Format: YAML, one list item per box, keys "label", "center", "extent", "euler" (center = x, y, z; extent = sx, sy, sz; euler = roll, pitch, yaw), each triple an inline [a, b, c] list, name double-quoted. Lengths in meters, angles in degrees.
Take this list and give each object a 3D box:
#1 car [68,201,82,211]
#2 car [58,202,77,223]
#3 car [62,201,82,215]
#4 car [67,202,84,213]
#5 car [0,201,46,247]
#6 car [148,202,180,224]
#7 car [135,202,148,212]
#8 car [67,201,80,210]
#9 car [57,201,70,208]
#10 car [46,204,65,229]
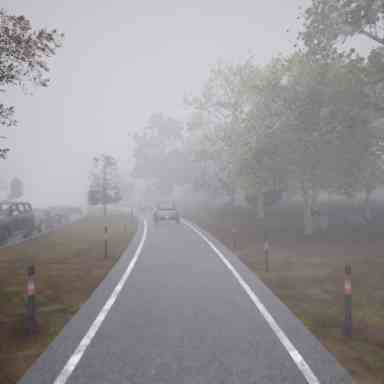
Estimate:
- label: "car"
  center: [-19.227, 2.319, 54.586]
  extent: [2.097, 1.535, 5.008]
  euler: [0, -1, -21]
- label: "car"
  center: [-11.370, 1.886, 27.665]
  extent: [2.231, 1.521, 4.892]
  euler: [2, -2, -10]
- label: "car"
  center: [-15.276, 2.109, 43.221]
  extent: [2.097, 1.535, 5.008]
  euler: [0, -1, -17]
- label: "car"
  center: [-17.225, 2.212, 49.240]
  extent: [2.231, 1.521, 4.892]
  euler: [0, -1, -18]
- label: "car"
  center: [-9.648, 1.485, 16.587]
  extent: [2.435, 2.045, 5.566]
  euler: [2, -1, -7]
- label: "car"
  center: [-2.083, 1.591, 25.654]
  extent: [2.128, 1.511, 4.902]
  euler: [0, 0, -9]
- label: "car"
  center: [-6.101, 1.885, 42.572]
  extent: [1.895, 1.301, 4.718]
  euler: [-1, 0, -18]
- label: "car"
  center: [-21.598, 2.455, 60.350]
  extent: [2.002, 1.452, 4.674]
  euler: [0, -1, -23]
- label: "car"
  center: [-29.143, 2.721, 75.208]
  extent: [2.002, 1.452, 4.674]
  euler: [1, -1, -31]
- label: "car"
  center: [-10.418, 1.810, 22.156]
  extent: [2.231, 1.521, 4.892]
  euler: [2, -1, -9]
